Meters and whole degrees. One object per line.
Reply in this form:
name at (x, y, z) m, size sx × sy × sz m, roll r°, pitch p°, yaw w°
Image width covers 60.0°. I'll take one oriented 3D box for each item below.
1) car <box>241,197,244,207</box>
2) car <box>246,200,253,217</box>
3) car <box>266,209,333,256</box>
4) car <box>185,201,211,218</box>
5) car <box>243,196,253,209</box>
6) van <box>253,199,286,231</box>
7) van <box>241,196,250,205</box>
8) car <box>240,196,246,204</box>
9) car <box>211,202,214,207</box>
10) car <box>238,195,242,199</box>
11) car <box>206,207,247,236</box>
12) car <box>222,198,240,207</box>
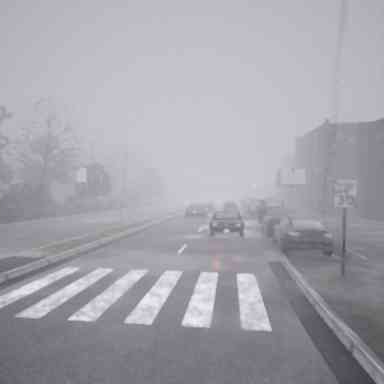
car at (9.287, 1.972, 52.466) m, size 2.231 × 1.521 × 4.892 m, roll 1°, pitch 0°, yaw 7°
car at (7.230, 1.870, 35.896) m, size 2.002 × 1.452 × 4.674 m, roll 1°, pitch 0°, yaw 7°
car at (4.534, 1.685, 14.023) m, size 2.002 × 1.452 × 4.674 m, roll 2°, pitch 0°, yaw 7°
car at (0.463, 1.817, 33.088) m, size 1.994 × 1.385 × 4.181 m, roll 1°, pitch 0°, yaw 7°
car at (7.923, 1.752, 41.476) m, size 2.185 × 1.767 × 4.553 m, roll 1°, pitch 0°, yaw 7°
van at (5.887, 1.513, 25.050) m, size 1.878 × 1.987 × 4.442 m, roll 1°, pitch 0°, yaw 7°
van at (12.026, 1.932, 74.520) m, size 1.878 × 1.987 × 4.442 m, roll 1°, pitch 0°, yaw 7°
car at (9.967, 2.017, 57.950) m, size 2.097 × 1.535 × 5.008 m, roll 1°, pitch 0°, yaw 7°
car at (2.063, 1.964, 46.034) m, size 1.895 × 1.301 × 4.718 m, roll 1°, pitch 0°, yaw 7°
car at (10.639, 1.812, 63.343) m, size 2.435 × 2.045 × 5.566 m, roll 1°, pitch 0°, yaw 7°
car at (2.088, 1.778, 19.727) m, size 1.895 × 1.301 × 4.718 m, roll 1°, pitch 0°, yaw 7°
car at (5.165, 1.896, 44.921) m, size 1.837 × 1.490 × 4.892 m, roll 1°, pitch 0°, yaw 7°
